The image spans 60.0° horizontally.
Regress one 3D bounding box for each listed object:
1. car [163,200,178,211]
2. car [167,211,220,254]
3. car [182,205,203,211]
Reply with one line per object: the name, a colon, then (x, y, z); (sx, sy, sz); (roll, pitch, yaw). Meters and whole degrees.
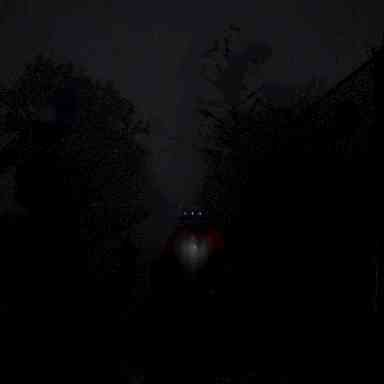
car: (-2.952, 1.808, 45.840); (1.812, 1.442, 4.674); (0, 0, 0)
car: (0.072, 1.687, 13.878); (1.895, 1.301, 4.718); (0, 0, 0)
car: (0.041, 1.780, 29.021); (1.895, 1.301, 4.718); (0, 0, 0)
